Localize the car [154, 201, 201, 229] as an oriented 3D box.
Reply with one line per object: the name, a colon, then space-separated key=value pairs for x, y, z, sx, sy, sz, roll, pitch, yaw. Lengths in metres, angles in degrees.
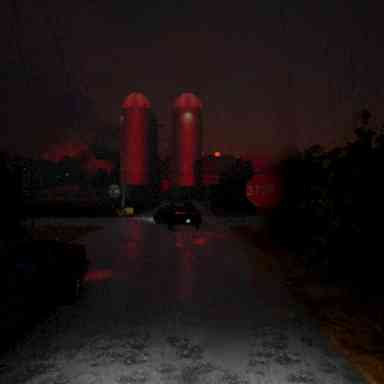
car: x=-0.961 y=1.309 z=19.948 sx=2.128 sy=1.511 sz=4.902 roll=0 pitch=0 yaw=-18

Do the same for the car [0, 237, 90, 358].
car: x=-3.161 y=1.476 z=5.101 sx=2.033 sy=1.411 sz=5.357 roll=0 pitch=1 yaw=0
